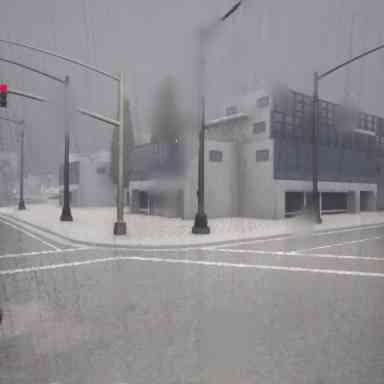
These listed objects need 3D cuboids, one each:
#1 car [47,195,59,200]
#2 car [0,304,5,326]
[{"bbox_3d":[-35.241,1.429,86.648,4.892,1.490,1.837,0,0,2],"label":"car"},{"bbox_3d":[-5.123,1.531,3.555,5.357,1.411,2.033,0,0,-37],"label":"car"}]
